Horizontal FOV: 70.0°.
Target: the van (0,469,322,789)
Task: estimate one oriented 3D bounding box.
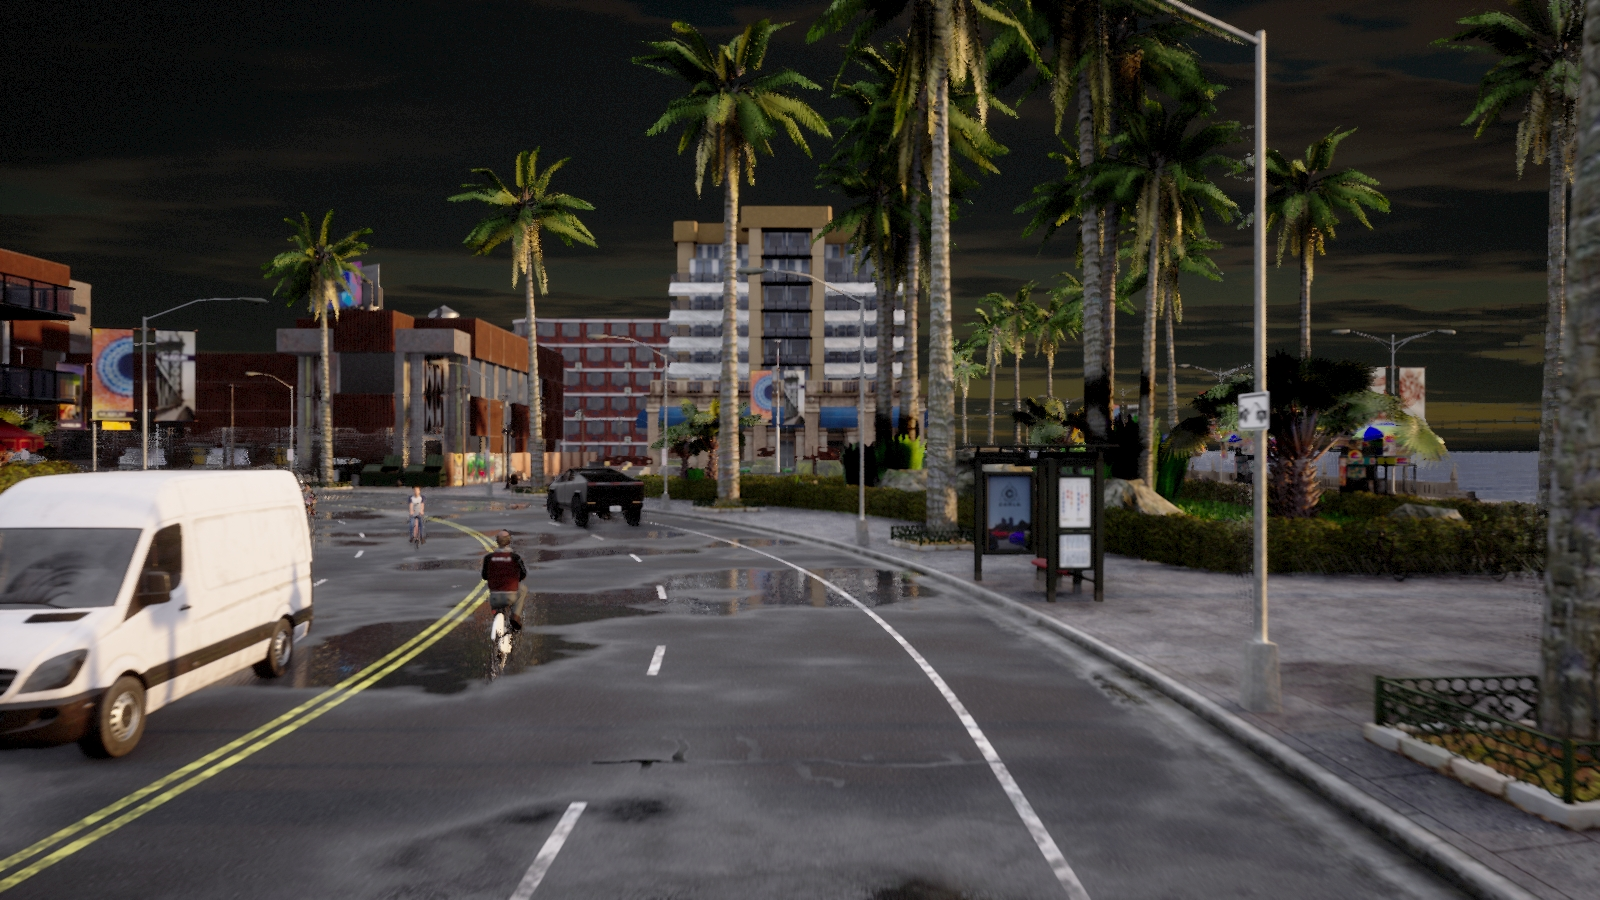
[{"bbox_3d":[-7.272,1.534,12.404,1.988,2.561,5.915,0,0,-3],"label":"van"}]

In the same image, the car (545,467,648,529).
[{"bbox_3d":[-7.914,1.753,43.781,2.390,2.098,6.274,0,0,-25],"label":"car"}]

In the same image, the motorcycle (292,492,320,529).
[{"bbox_3d":[-18.281,2.205,42.301,0.867,1.251,2.209,0,0,-22],"label":"motorcycle"}]

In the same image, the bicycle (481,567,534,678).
[{"bbox_3d":[-3.797,2.210,14.924,0.329,1.171,1.835,0,0,-3],"label":"bicycle"}]
